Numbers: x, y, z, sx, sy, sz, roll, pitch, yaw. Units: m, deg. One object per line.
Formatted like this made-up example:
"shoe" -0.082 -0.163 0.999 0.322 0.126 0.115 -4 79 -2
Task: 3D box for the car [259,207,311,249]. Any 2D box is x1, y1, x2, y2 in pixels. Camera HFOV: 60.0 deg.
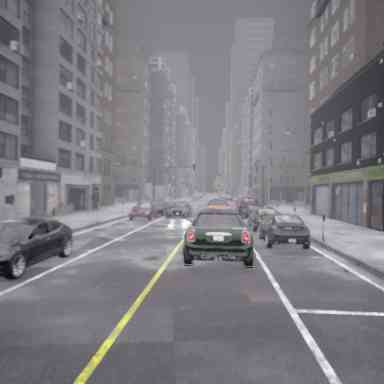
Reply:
"car" 3.917 1.583 14.591 2.008 1.369 4.403 1 0 4

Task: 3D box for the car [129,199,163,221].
"car" -3.716 1.473 26.265 1.802 1.307 4.206 1 0 4

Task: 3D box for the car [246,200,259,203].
"car" 4.783 1.591 25.604 1.947 1.339 4.313 1 0 4

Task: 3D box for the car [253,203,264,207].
"car" 4.350 1.579 20.098 2.008 1.369 4.403 1 0 4

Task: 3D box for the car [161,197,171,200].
"car" -3.283 1.454 31.773 1.947 1.339 4.313 1 0 4

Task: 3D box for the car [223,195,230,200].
"car" 9.446 1.591 91.687 1.802 1.307 4.206 1 0 3

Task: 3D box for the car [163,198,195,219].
"car" -0.993 1.494 27.982 1.994 1.385 4.181 1 0 5

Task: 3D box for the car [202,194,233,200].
"car" 2.060 1.336 26.103 2.097 1.767 4.553 1 0 4

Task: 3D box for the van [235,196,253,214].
"van" 5.653 1.359 36.617 1.690 1.788 3.998 1 0 4

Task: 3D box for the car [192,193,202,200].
"car" 0.938 1.316 92.177 1.967 1.590 4.097 1 0 3

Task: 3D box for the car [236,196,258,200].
"car" 5.221 1.336 31.111 2.192 1.841 5.009 1 0 4

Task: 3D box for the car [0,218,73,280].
"car" -5.016 1.469 9.741 1.947 1.339 4.313 1 0 4

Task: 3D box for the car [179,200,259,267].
"car" 0.922 1.344 11.650 2.097 1.767 4.553 1 0 4

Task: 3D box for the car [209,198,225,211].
"car" 3.092 1.496 40.550 1.812 1.442 4.674 1 0 5

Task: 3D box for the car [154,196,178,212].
"car" -2.847 1.324 37.281 1.967 1.590 4.097 1 0 4
